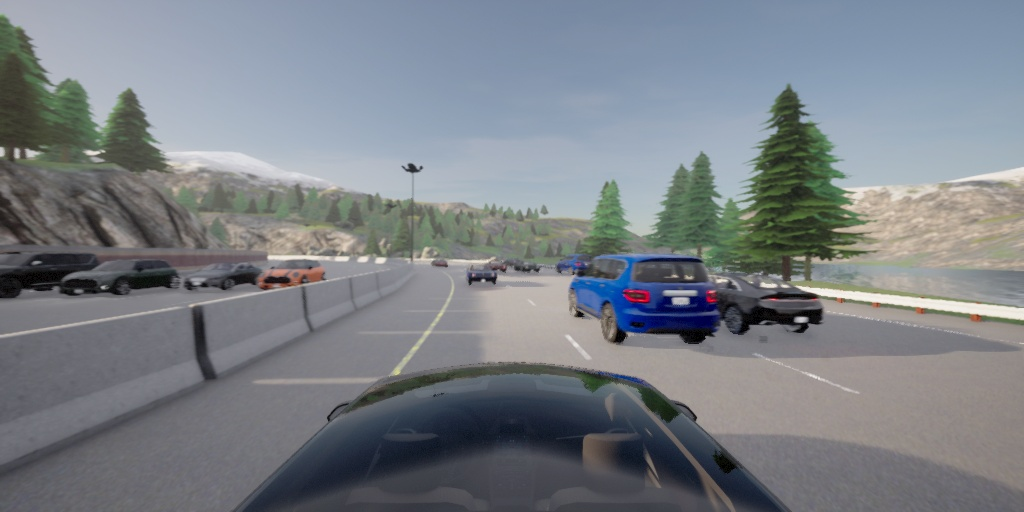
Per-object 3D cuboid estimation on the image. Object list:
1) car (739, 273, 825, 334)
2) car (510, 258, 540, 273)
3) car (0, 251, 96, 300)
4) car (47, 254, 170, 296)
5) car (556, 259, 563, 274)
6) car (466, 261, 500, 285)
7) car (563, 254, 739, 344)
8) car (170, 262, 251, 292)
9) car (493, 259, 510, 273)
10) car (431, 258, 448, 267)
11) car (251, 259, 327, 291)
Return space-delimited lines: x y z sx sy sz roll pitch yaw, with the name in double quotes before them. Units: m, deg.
"car" 6.543 1.253 10.760 2.128 1.511 4.902 0 0 -4
"car" 1.565 1.236 40.234 1.895 1.301 4.718 0 0 -15
"car" -22.461 0.789 16.693 2.150 2.045 5.566 0 0 -8
"car" -19.119 0.933 17.772 2.097 1.767 4.553 0 0 -9
"car" 6.304 0.897 36.263 2.150 2.045 5.566 1 0 -15
"car" -2.262 1.261 25.379 1.895 1.301 4.718 0 0 -10
"car" 3.140 0.965 9.762 2.150 2.045 5.566 1 0 -4
"car" -15.917 1.085 20.097 2.128 1.511 4.902 0 0 -9
"car" -2.021 1.215 40.102 1.895 1.301 4.718 0 0 -15
"car" -11.566 1.064 56.867 1.994 1.385 4.181 0 0 -23
"car" -12.472 0.964 20.670 2.097 1.767 4.553 0 0 -9
